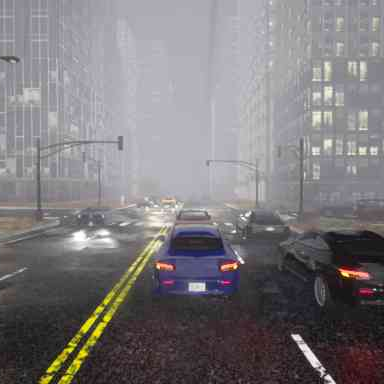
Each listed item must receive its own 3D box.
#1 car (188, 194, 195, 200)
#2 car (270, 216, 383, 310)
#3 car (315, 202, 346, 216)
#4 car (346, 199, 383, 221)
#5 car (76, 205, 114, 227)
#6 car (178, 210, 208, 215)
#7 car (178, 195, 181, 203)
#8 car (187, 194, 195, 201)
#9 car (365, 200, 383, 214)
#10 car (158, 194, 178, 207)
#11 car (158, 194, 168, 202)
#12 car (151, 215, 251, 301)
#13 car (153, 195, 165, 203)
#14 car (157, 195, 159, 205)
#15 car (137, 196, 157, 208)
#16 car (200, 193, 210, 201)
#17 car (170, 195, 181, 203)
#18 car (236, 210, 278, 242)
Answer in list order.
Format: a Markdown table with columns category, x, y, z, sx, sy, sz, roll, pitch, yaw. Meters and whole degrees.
| category | x | y | z | sx | sy | sz | roll | pitch | yaw |
| --- | --- | --- | --- | --- | --- | --- | --- | --- | --- |
| car | -0.164 | 1.266 | 89.144 | 1.812 | 1.442 | 4.674 | 0 | 0 | 0 |
| car | 3.338 | 1.522 | 7.649 | 1.812 | 1.442 | 4.674 | 0 | 0 | 0 |
| car | 15.040 | 1.702 | 33.755 | 4.718 | 1.301 | 1.895 | 0 | 1 | 1 |
| car | 16.151 | 1.520 | 27.967 | 5.009 | 1.841 | 2.192 | 1 | 0 | 1 |
| car | -6.537 | 1.596 | 22.835 | 1.895 | 1.301 | 4.718 | 0 | 0 | -8 |
| car | 0.071 | 1.591 | 17.380 | 1.895 | 1.301 | 4.718 | 0 | 0 | 0 |
| car | -3.435 | 1.554 | 58.654 | 1.895 | 1.301 | 4.718 | 0 | 0 | 0 |
| car | -0.145 | 1.514 | 79.172 | 1.895 | 1.301 | 4.718 | 0 | 0 | 0 |
| car | 21.744 | 1.643 | 36.263 | 4.829 | 1.417 | 1.752 | 1 | 0 | 1 |
| car | -3.433 | 1.442 | 49.275 | 1.882 | 1.535 | 5.008 | 0 | 0 | 0 |
| car | -6.642 | 1.285 | 76.893 | 2.097 | 1.767 | 4.553 | 0 | 0 | 0 |
| car | 0.087 | 1.522 | 8.213 | 1.812 | 1.442 | 4.674 | 0 | 0 | 0 |
| car | -6.647 | 1.447 | 66.968 | 1.837 | 1.490 | 4.892 | 0 | 0 | 0 |
| car | -6.687 | 1.460 | 57.614 | 1.837 | 1.490 | 4.892 | 0 | 0 | 0 |
| car | -6.685 | 1.513 | 47.876 | 2.033 | 1.411 | 5.357 | 0 | 0 | 0 |
| car | 3.106 | 1.143 | 78.761 | 2.150 | 2.045 | 5.566 | 0 | 0 | 0 |
| car | -3.378 | 1.417 | 69.182 | 1.882 | 1.535 | 5.008 | 0 | 0 | 0 |
| car | 3.325 | 1.555 | 16.219 | 1.994 | 1.385 | 4.181 | 0 | 0 | -1 |
